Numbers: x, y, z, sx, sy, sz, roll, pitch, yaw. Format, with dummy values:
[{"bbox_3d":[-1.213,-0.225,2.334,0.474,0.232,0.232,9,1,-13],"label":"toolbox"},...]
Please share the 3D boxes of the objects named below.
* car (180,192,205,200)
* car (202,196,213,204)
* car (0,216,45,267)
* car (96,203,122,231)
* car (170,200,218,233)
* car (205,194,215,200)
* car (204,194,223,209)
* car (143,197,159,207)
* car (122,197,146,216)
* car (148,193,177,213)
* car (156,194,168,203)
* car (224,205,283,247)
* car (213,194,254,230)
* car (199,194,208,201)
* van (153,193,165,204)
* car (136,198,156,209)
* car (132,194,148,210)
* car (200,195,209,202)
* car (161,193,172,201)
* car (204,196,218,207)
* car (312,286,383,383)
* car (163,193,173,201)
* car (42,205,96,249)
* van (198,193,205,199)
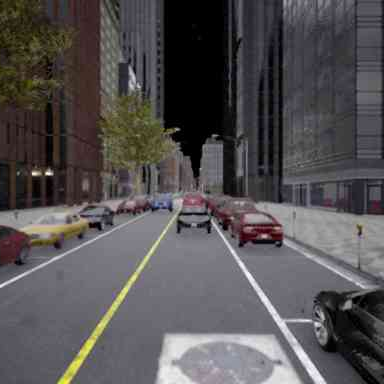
[{"bbox_3d":[0.100,1.099,37.600,2.150,2.045,5.566,0,0,0],"label":"car"},{"bbox_3d":[2.666,1.413,59.633,1.802,1.307,4.206,0,0,0],"label":"car"},{"bbox_3d":[-5.855,1.547,8.890,1.802,1.307,4.206,0,0,0],"label":"car"},{"bbox_3d":[-5.856,1.493,20.169,1.947,1.339,4.313,0,0,0],"label":"car"},{"bbox_3d":[0.099,1.423,18.963,2.128,1.511,4.902,0,0,0],"label":"car"},{"bbox_3d":[2.669,1.209,31.439,2.192,1.841,5.009,0,0,0],"label":"car"},{"bbox_3d":[2.668,1.176,42.718,2.192,1.841,5.009,0,0,0],"label":"car"},{"bbox_3d":[-5.858,1.427,48.365,1.802,1.307,4.206,0,0,0],"label":"car"},{"bbox_3d":[-5.857,1.438,31.448,1.887,1.381,4.507,0,0,0],"label":"car"},{"bbox_3d":[-3.096,1.102,35.847,2.150,2.045,5.566,0,0,0],"label":"car"},{"bbox_3d":[-5.860,1.265,65.284,1.967,1.590,4.097,0,0,0],"label":"car"},{"bbox_3d":[2.669,1.490,14.523,1.887,1.381,4.507,0,0,0],"label":"car"},{"bbox_3d":[2.669,1.243,20.162,2.192,1.841,5.009,0,0,0],"label":"car"},{"bbox_3d":[2.665,1.256,76.550,1.967,1.590,4.097,0,0,0],"label":"car"},{"bbox_3d":[-5.860,1.171,59.644,1.690,1.788,3.998,0,0,0],"label":"van"},{"bbox_3d":[-5.857,1.426,42.728,1.947,1.339,4.313,0,0,0],"label":"car"},{"bbox_3d":[-5.857,1.192,37.087,2.192,1.841,5.009,0,0,0],"label":"car"},{"bbox_3d":[2.666,1.365,70.911,1.887,1.381,4.507,0,0,0],"label":"car"},{"bbox_3d":[-5.860,1.130,76.564,2.192,1.841,5.009,0,0,0],"label":"car"},{"bbox_3d":[2.667,1.371,48.526,1.752,1.417,4.829,0,0,0],"label":"car"},{"bbox_3d":[2.670,1.552,3.246,1.947,1.339,4.313,0,0,0],"label":"car"},{"bbox_3d":[-5.860,1.126,82.202,2.192,1.841,5.009,0,0,0],"label":"car"},{"bbox_3d":[-5.855,1.471,14.358,1.752,1.417,4.829,0,0,0],"label":"car"},{"bbox_3d":[2.663,1.150,93.467,1.690,1.788,3.998,0,0,0],"label":"van"}]
